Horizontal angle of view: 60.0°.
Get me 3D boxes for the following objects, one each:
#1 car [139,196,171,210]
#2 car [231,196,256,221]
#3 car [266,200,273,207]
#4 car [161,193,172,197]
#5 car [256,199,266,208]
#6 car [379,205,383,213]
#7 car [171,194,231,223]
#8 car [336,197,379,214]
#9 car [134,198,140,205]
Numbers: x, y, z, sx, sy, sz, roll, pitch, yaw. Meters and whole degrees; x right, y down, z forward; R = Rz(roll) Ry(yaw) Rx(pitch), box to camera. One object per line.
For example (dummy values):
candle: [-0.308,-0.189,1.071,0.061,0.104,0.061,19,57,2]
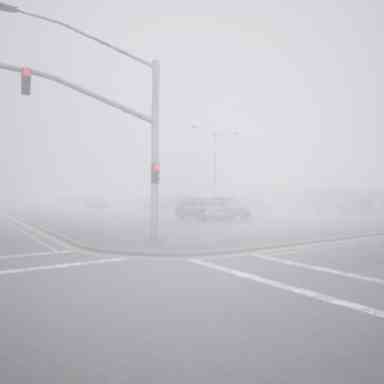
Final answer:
car: [-4.792,1.619,43.452,1.970,1.475,3.806,1,0,-35]
car: [2.992,1.350,27.584,1.905,1.878,3.866,1,0,-35]
car: [11.420,1.799,54.806,1.784,1.438,3.905,1,0,-35]
car: [-4.163,1.499,62.372,1.932,1.855,4.605,1,0,-35]
car: [9.011,1.557,53.202,1.932,1.855,4.605,1,0,-35]
car: [21.437,1.830,40.496,1.970,1.475,3.806,1,0,-35]
car: [0.589,1.317,25.972,1.932,1.855,4.605,1,0,-35]
car: [19.059,1.559,38.849,1.905,1.878,3.866,1,0,-35]
car: [-8.710,1.682,59.136,1.970,1.475,3.806,1,0,-35]
